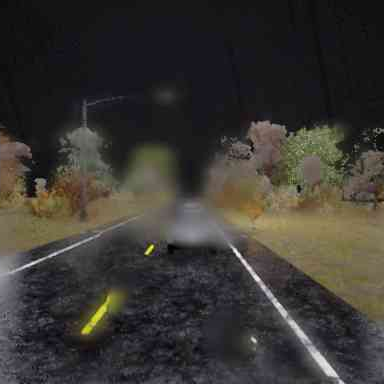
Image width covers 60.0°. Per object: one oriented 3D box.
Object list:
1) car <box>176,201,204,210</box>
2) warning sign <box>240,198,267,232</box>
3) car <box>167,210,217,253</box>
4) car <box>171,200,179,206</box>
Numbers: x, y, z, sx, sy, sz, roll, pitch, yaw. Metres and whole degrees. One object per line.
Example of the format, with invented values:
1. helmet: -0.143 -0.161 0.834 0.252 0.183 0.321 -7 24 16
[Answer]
1. car: 0.011 1.780 29.309 2.128 1.511 4.902 0 0 0
2. warning sign: 3.542 1.302 19.197 1.300 1.860 1.060 -1 -1 0
3. car: 0.009 1.703 14.358 1.994 1.385 4.181 0 0 0
4. car: -3.480 2.334 70.962 1.895 1.301 4.718 0 -1 0
